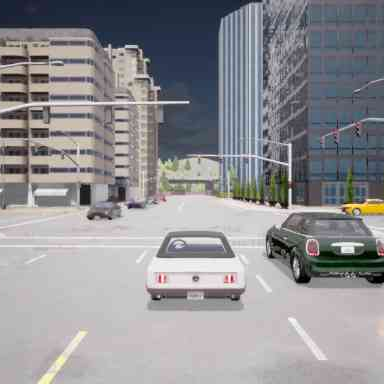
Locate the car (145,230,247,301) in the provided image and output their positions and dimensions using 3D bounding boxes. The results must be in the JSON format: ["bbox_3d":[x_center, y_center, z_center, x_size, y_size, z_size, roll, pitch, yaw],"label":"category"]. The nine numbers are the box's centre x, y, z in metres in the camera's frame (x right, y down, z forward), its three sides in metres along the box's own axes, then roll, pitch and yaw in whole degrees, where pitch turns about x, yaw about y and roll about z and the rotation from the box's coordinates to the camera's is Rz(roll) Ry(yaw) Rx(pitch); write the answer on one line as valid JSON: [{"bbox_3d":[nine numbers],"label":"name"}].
[{"bbox_3d":[0.086,1.601,8.287,1.895,1.301,4.718,0,0,0],"label":"car"}]

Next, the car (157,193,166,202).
[{"bbox_3d":[-6.906,1.225,73.327,2.150,2.045,5.566,0,0,0],"label":"car"}]

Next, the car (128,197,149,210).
[{"bbox_3d":[-7.044,1.601,42.626,1.895,1.301,4.718,0,0,0],"label":"car"}]

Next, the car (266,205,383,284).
[{"bbox_3d":[3.594,1.352,9.777,2.097,1.767,4.553,0,0,0],"label":"car"}]

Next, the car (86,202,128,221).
[{"bbox_3d":[-7.060,1.520,27.426,2.033,1.411,5.357,0,0,0],"label":"car"}]

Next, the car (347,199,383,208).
[{"bbox_3d":[16.858,1.422,31.656,5.008,1.535,1.882,0,0,1],"label":"car"}]

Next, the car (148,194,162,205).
[{"bbox_3d":[-7.010,1.490,57.639,2.128,1.511,4.902,0,0,0],"label":"car"}]
